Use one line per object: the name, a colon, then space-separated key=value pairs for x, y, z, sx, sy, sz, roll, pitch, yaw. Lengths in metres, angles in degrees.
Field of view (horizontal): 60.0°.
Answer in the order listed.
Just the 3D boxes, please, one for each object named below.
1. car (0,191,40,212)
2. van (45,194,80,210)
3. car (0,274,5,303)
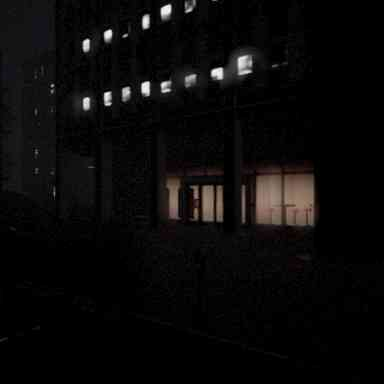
car: x=-19.586 y=0.957 z=36.244 sx=2.150 sy=2.045 sz=5.566 roll=0 pitch=1 yaw=35
van: x=-14.892 y=1.116 z=38.386 sx=1.690 sy=1.788 sz=3.998 roll=1 pitch=1 yaw=35
car: x=-5.627 y=1.552 z=6.735 sx=4.829 sy=1.417 sz=1.752 roll=0 pitch=0 yaw=36
